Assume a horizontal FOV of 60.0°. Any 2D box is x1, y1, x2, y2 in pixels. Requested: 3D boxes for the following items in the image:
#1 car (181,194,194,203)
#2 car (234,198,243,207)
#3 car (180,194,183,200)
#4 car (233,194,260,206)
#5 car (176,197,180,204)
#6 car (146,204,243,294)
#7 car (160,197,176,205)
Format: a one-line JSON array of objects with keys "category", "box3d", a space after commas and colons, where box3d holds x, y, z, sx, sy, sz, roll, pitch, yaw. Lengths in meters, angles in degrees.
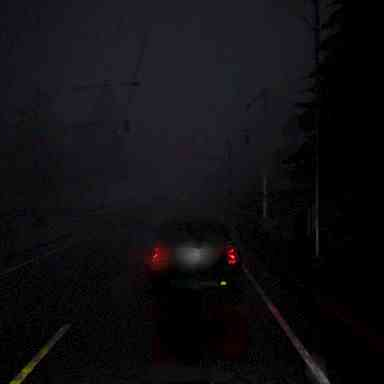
[{"category": "car", "box3d": [-0.788, 1.742, 74.368, 1.895, 1.301, 4.718, 0, 0, -7]}, {"category": "car", "box3d": [8.950, 1.270, 49.712, 4.605, 1.855, 1.932, 0, 0, 0]}, {"category": "car", "box3d": [-2.056, 1.371, 84.504, 2.097, 1.767, 4.553, 0, 0, -13]}, {"category": "car", "box3d": [8.541, 1.278, 52.223, 3.866, 1.878, 1.905, 0, 0, 0]}, {"category": "car", "box3d": [-4.003, 1.698, 68.394, 1.994, 1.385, 4.181, 0, 0, -1]}, {"category": "car", "box3d": [0.079, 1.375, 9.004, 2.097, 1.767, 4.553, 0, 0, 1]}, {"category": "car", "box3d": [-3.980, 1.629, 52.670, 1.812, 1.442, 4.674, 0, 0, 0]}]
